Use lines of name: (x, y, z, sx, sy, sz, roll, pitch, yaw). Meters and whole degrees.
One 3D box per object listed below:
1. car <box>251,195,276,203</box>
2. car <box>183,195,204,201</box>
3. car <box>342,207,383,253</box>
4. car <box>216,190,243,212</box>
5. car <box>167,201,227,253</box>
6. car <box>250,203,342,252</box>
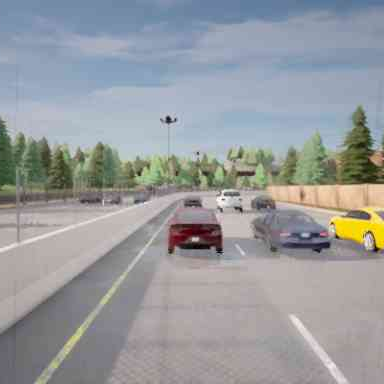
car: (7.122, 1.108, 33.490, 1.837, 1.490, 4.892, 0, 1, 0)
car: (0.123, 1.105, 33.593, 1.837, 1.490, 4.892, 0, 1, 0)
car: (7.108, 1.324, 13.014, 1.882, 1.535, 5.008, 0, 1, 0)
car: (3.622, 0.834, 32.644, 2.150, 2.045, 5.566, 0, 1, 0)
car: (0.108, 1.321, 13.023, 1.882, 1.535, 5.008, 0, 1, 0)
car: (3.609, 1.391, 13.096, 2.033, 1.411, 5.357, 0, 1, 0)
